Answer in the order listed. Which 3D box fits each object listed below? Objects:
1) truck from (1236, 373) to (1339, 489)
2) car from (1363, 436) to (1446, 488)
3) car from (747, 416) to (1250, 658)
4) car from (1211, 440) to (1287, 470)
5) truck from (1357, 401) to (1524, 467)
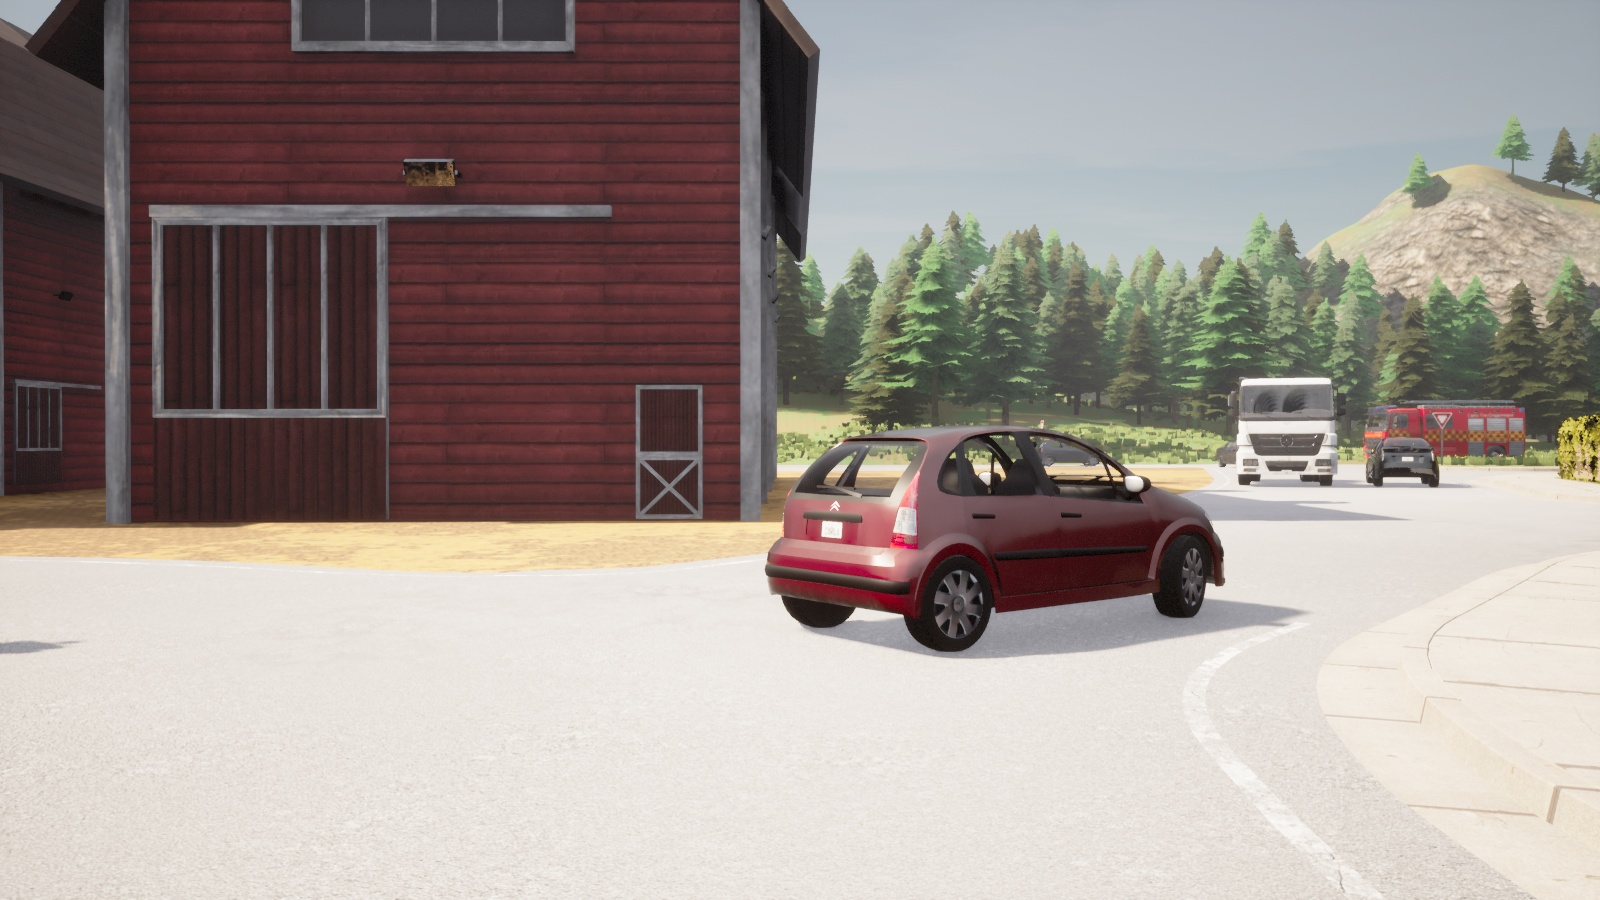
[{"bbox_3d":[15.992,-0.606,41.614,2.891,3.462,7.936,0,1,19],"label":"truck"},{"bbox_3d":[18.876,0.341,39.385,2.007,1.525,4.514,0,1,21],"label":"car"},{"bbox_3d":[1.731,0.563,10.347,3.988,1.617,1.851,-1,1,-37],"label":"car"},{"bbox_3d":[22.156,0.236,62.202,2.033,1.411,5.357,0,0,2],"label":"car"},{"bbox_3d":[38.033,-0.951,74.738,8.468,3.827,2.891,0,0,0],"label":"truck"}]
